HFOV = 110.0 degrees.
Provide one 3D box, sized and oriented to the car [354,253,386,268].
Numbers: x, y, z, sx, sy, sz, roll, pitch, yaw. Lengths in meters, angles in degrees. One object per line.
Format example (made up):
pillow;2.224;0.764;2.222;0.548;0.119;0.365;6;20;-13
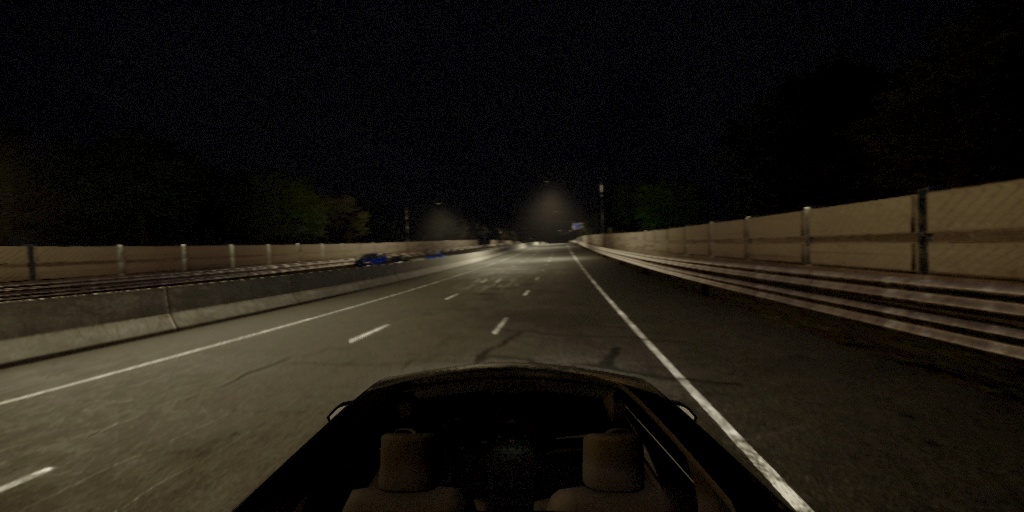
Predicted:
car;-18.225;0.652;46.671;2.150;2.045;5.566;-2;2;9

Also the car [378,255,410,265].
car;-14.750;0.791;46.228;1.837;1.490;4.892;-2;2;8

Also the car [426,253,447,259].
car;-10.605;0.406;50.491;1.882;1.535;5.008;-2;2;9
